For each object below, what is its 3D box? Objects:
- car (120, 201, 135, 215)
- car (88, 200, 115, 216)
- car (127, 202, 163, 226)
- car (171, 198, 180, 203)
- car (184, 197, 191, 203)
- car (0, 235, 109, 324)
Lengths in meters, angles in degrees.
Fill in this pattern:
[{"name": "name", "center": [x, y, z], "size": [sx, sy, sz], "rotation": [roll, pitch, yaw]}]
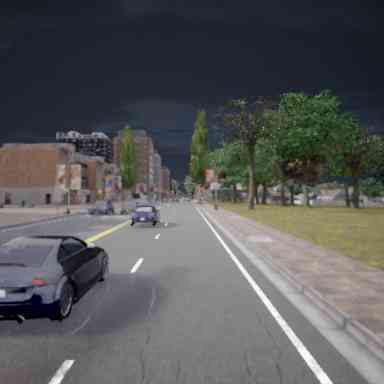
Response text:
[{"name": "car", "center": [-7.053, 1.858, 38.561], "size": [1.837, 1.490, 4.892], "rotation": [0, -1, 0]}, {"name": "car", "center": [-10.302, 1.719, 38.066], "size": [2.097, 1.767, 4.553], "rotation": [0, 0, 0]}, {"name": "car", "center": [-3.495, 1.742, 25.518], "size": [1.812, 1.442, 4.674], "rotation": [0, 0, -1]}, {"name": "car", "center": [-4.513, 2.212, 88.013], "size": [1.812, 1.442, 4.674], "rotation": [0, -1, -1]}, {"name": "car", "center": [-1.264, 2.192, 88.061], "size": [2.128, 1.511, 4.902], "rotation": [0, -1, -1]}, {"name": "car", "center": [-3.229, 1.642, 7.433], "size": [1.994, 1.385, 4.181], "rotation": [0, 0, -1]}]
